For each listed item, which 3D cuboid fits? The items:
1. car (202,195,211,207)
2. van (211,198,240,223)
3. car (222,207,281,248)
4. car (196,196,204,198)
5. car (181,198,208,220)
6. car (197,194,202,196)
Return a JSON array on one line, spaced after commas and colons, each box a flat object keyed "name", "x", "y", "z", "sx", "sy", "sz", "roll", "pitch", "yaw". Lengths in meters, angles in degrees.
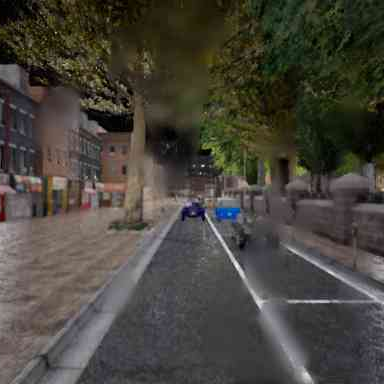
[{"name": "car", "x": 2.653, "y": 1.576, "z": 47.368, "sx": 1.752, "sy": 1.417, "sz": 4.829, "roll": 1, "pitch": 0, "yaw": 0}, {"name": "van", "x": 2.653, "y": 1.356, "z": 25.400, "sx": 1.690, "sy": 1.788, "sz": 3.998, "roll": 1, "pitch": 0, "yaw": 0}, {"name": "car", "x": 2.649, "y": 1.556, "z": 14.501, "sx": 2.008, "sy": 1.369, "sz": 4.403, "roll": 1, "pitch": 0, "yaw": 0}, {"name": "car", "x": 0.098, "y": 1.583, "z": 39.686, "sx": 2.033, "sy": 1.411, "sz": 5.357, "roll": 0, "pitch": 0, "yaw": 0}, {"name": "car", "x": 0.098, "y": 1.496, "z": 28.009, "sx": 1.882, "sy": 1.535, "sz": 5.008, "roll": 0, "pitch": 0, "yaw": 0}, {"name": "car", "x": 2.657, "y": 1.407, "z": 63.546, "sx": 2.192, "sy": 1.841, "sz": 5.009, "roll": 1, "pitch": 0, "yaw": 0}]
